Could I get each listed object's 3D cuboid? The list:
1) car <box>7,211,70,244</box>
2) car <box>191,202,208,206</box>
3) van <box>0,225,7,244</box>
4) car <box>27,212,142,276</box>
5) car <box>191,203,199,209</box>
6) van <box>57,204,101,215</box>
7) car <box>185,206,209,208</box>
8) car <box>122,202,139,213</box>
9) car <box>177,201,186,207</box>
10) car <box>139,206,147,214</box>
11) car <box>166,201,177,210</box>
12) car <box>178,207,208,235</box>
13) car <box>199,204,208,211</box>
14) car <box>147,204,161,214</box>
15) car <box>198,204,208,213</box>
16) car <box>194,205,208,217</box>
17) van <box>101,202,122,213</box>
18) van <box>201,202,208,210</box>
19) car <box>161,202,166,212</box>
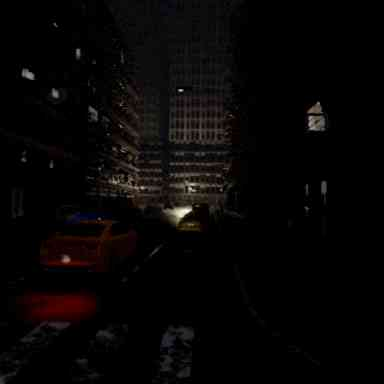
[{"bbox_3d":[-8.122,1.835,16.867,1.802,1.307,4.206,1,-1,3],"label":"car"},{"bbox_3d":[0.923,2.207,38.987,2.192,1.841,5.009,1,-1,3],"label":"car"},{"bbox_3d":[-8.411,1.455,11.241,1.690,1.788,3.998,1,-1,3],"label":"van"},{"bbox_3d":[-3.108,1.646,10.992,1.882,1.535,5.008,1,-2,3],"label":"car"},{"bbox_3d":[0.709,3.507,85.129,1.882,1.535,5.008,1,-1,-1],"label":"car"},{"bbox_3d":[-7.825,1.734,22.504,1.690,1.788,3.998,1,-1,3],"label":"van"},{"bbox_3d":[0.333,2.155,27.720,1.887,1.381,4.507,1,-1,3],"label":"car"},{"bbox_3d":[-7.239,1.989,33.767,2.192,1.841,5.009,1,-1,3],"label":"car"},{"bbox_3d":[-3.888,3.329,94.182,4.553,1.767,2.097,0,-2,32],"label":"car"},{"bbox_3d":[-6.951,2.396,39.392,1.802,1.307,4.206,1,-1,3],"label":"car"},{"bbox_3d":[-5.188,2.985,73.185,2.192,1.841,5.009,1,-1,3],"label":"car"},{"bbox_3d":[0.049,1.999,22.259,1.752,1.417,4.829,1,-1,3],"label":"car"},{"bbox_3d":[2.393,3.132,67.306,1.752,1.417,4.829,1,-1,3],"label":"car"},{"bbox_3d":[-6.365,2.679,50.653,1.802,1.307,4.206,1,-1,3],"label":"car"},{"bbox_3d":[2.100,2.989,61.675,1.752,1.417,4.829,1,-1,3],"label":"car"},{"bbox_3d":[1.221,2.562,44.783,1.752,1.417,4.829,1,-1,3],"label":"car"},{"bbox_3d":[-7.532,1.874,28.135,1.690,1.788,3.998,1,-1,3],"label":"van"},{"bbox_3d":[2.973,3.232,78.403,1.690,1.788,3.998,1,-1,3],"label":"van"},{"bbox_3d":[-6.080,2.760,56.116,1.752,1.417,4.829,1,-1,3],"label":"car"}]
